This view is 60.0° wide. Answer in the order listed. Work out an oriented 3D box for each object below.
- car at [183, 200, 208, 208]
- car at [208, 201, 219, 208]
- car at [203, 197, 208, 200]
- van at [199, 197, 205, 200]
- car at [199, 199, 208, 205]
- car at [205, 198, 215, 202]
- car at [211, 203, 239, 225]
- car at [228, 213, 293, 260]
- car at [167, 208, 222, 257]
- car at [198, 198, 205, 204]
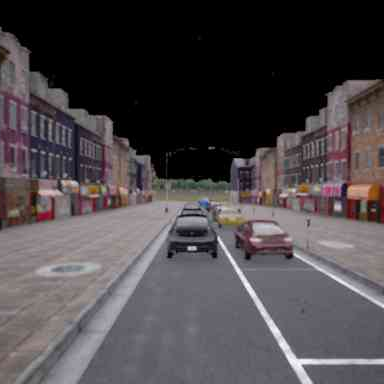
[{"bbox_3d":[0.023,1.755,28.498,2.128,1.511,4.902,0,0,0],"label":"car"},{"bbox_3d":[2.622,1.821,29.344,2.008,1.369,4.403,-1,-1,0],"label":"car"},{"bbox_3d":[3.024,2.007,52.081,1.812,1.442,4.674,0,-1,0],"label":"car"},{"bbox_3d":[2.618,1.921,62.539,1.690,1.788,3.998,-1,-1,0],"label":"van"},{"bbox_3d":[2.623,2.303,79.134,1.947,1.339,4.313,-1,-1,0],"label":"car"},{"bbox_3d":[3.024,1.942,45.080,1.812,1.442,4.674,0,-1,0],"label":"car"},{"bbox_3d":[2.622,1.746,23.982,1.752,1.417,4.829,-1,-1,0],"label":"car"},{"bbox_3d":[2.623,1.699,12.747,1.802,1.307,4.206,-1,-1,0],"label":"car"},{"bbox_3d":[0.023,1.631,13.485,1.837,1.490,4.892,0,0,0],"label":"car"},{"bbox_3d":[2.622,2.369,90.368,1.752,1.417,4.829,-1,-1,0],"label":"car"}]
